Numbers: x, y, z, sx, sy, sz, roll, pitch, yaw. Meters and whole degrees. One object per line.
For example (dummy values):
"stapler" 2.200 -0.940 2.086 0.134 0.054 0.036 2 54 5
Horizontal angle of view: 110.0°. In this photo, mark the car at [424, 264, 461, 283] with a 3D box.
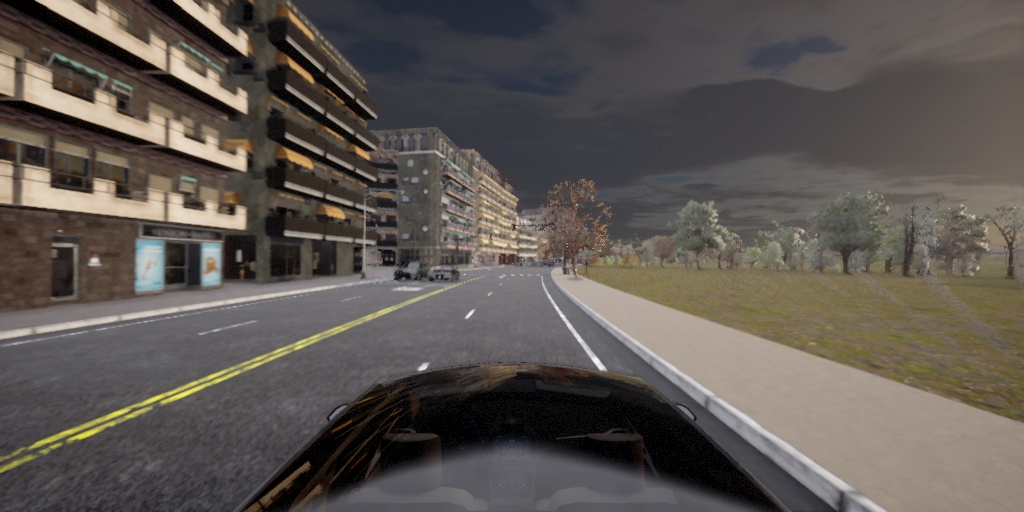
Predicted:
"car" -5.611 1.510 30.415 1.994 1.385 4.181 0 -1 4

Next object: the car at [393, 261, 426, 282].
"car" -8.769 1.298 31.791 2.097 1.767 4.553 0 0 4

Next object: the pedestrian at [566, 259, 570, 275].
"pedestrian" 6.643 1.238 42.492 0.375 1.860 0.375 0 -1 5

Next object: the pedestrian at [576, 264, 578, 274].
"pedestrian" 7.488 1.509 41.205 0.375 1.300 0.375 0 -1 5

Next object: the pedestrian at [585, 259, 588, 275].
"pedestrian" 8.661 1.281 41.699 0.375 1.860 0.375 0 -1 5
